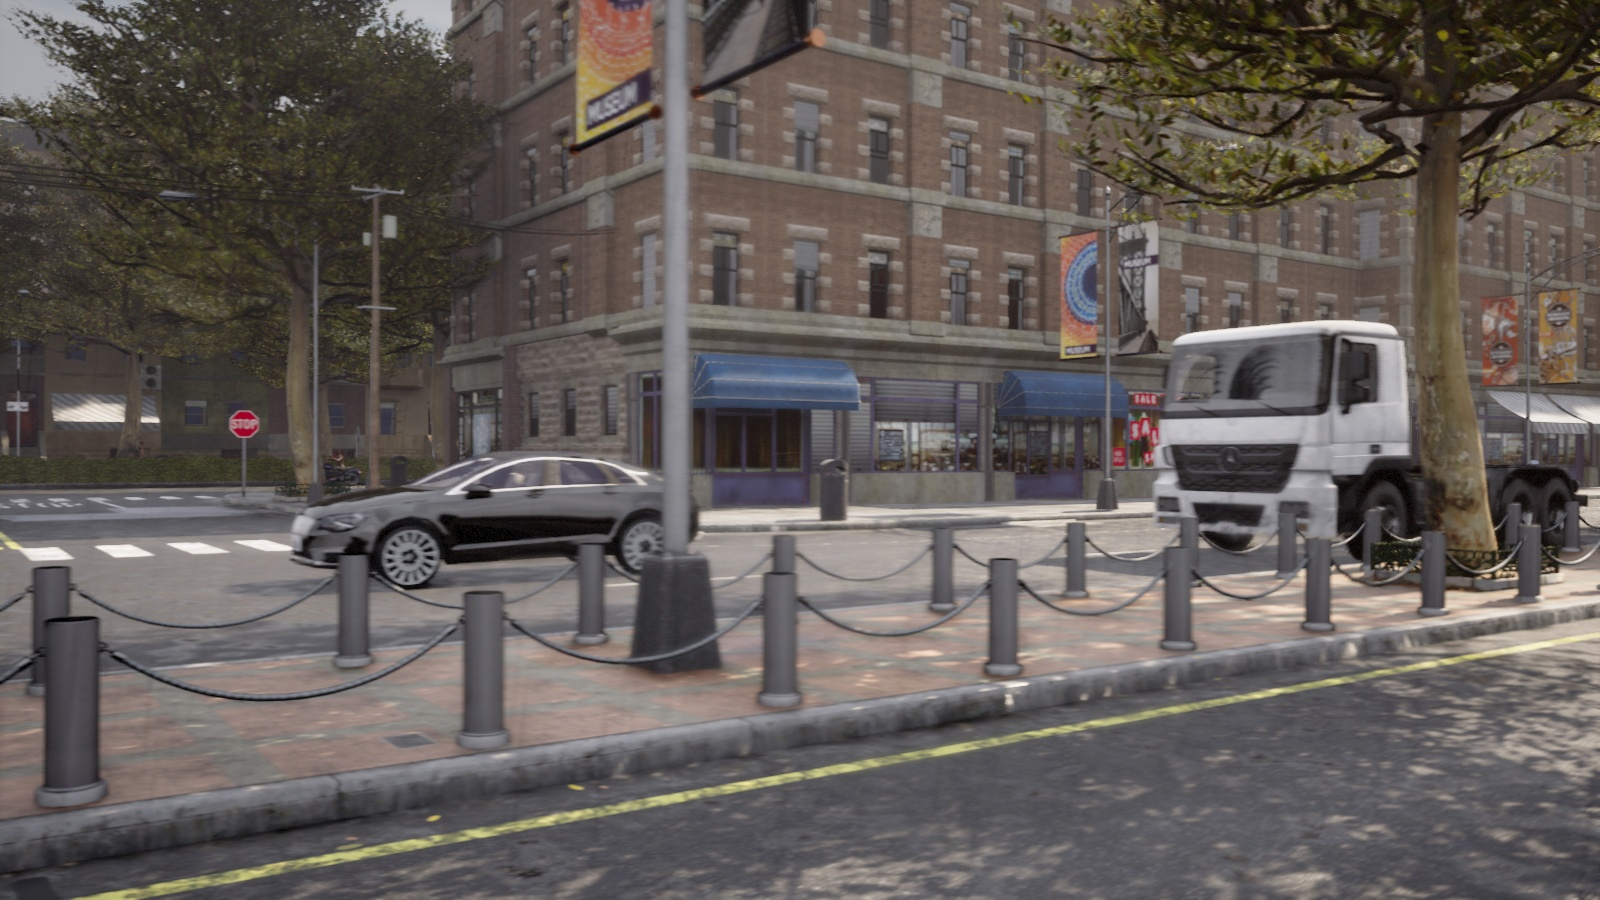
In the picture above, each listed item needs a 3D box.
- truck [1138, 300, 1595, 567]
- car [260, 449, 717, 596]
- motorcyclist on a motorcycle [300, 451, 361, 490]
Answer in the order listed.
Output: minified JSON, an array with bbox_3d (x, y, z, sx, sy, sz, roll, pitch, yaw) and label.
[{"bbox_3d":[9.105,-0.208,19.747,7.936,3.462,2.891,0,0,-35],"label":"truck"},{"bbox_3d":[-3.658,0.746,15.124,4.902,1.511,2.128,0,0,-35],"label":"car"},{"bbox_3d":[-20.235,0.870,54.145,2.350,1.649,0.766,0,0,-36],"label":"motorcyclist on a motorcycle"}]
